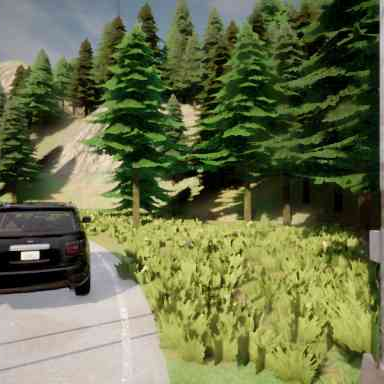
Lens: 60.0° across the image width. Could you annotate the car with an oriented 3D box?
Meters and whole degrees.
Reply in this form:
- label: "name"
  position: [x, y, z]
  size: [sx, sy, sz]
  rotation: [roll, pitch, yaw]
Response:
- label: "car"
  position: [-3.807, 1.245, 8.497]
  size: [2.150, 2.045, 5.566]
  rotation: [0, 0, -20]
